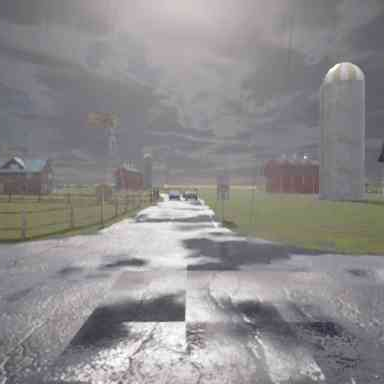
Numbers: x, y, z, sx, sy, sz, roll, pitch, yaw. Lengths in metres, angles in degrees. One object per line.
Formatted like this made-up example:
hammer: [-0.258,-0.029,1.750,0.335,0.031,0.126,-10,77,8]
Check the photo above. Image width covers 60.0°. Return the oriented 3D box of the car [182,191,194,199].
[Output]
car: [-0.748,0.496,64.160,1.994,1.385,4.181,0,1,-6]

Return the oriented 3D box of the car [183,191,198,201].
car: [-0.079,0.615,54.030,1.837,1.490,4.892,0,1,-2]

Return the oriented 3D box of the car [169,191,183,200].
car: [-3.019,0.516,58.146,1.882,1.535,5.008,0,1,-2]
